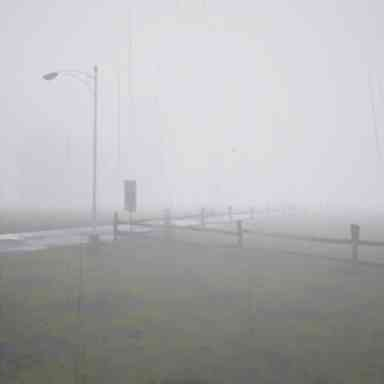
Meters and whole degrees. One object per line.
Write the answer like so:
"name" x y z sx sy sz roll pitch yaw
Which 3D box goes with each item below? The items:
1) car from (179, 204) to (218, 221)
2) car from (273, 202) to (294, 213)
"car" 0.736 1.906 31.270 1.812 1.442 4.674 0 -1 35
"car" 13.577 2.218 49.177 2.128 1.511 4.902 0 -1 36
